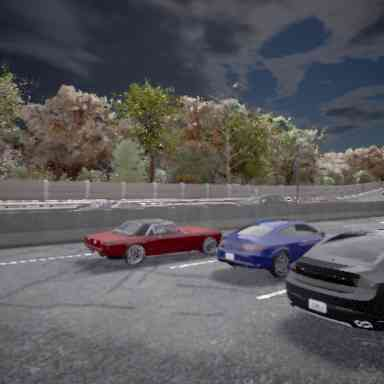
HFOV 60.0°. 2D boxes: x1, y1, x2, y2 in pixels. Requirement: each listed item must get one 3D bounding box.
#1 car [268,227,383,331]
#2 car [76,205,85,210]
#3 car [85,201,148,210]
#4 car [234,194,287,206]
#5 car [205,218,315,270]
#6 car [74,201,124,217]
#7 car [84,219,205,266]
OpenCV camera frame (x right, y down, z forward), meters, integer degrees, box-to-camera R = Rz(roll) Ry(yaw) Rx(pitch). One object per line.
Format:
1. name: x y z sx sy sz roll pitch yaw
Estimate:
1. car: 3.906 1.507 6.534 4.892 1.490 1.837 0 0 -36
2. car: -7.524 1.498 28.716 4.902 1.511 2.128 0 0 -35
3. car: -5.528 1.531 25.841 4.674 1.442 1.812 0 0 -35
4. car: 6.178 1.239 29.883 5.566 2.045 2.150 0 0 -35
5. car: 2.872 1.529 10.098 4.674 1.442 1.812 0 0 -35
6. car: -8.949 1.571 31.996 4.181 1.385 1.994 0 0 -35
7. car: -1.112 1.603 11.552 4.718 1.301 1.895 0 0 -36
